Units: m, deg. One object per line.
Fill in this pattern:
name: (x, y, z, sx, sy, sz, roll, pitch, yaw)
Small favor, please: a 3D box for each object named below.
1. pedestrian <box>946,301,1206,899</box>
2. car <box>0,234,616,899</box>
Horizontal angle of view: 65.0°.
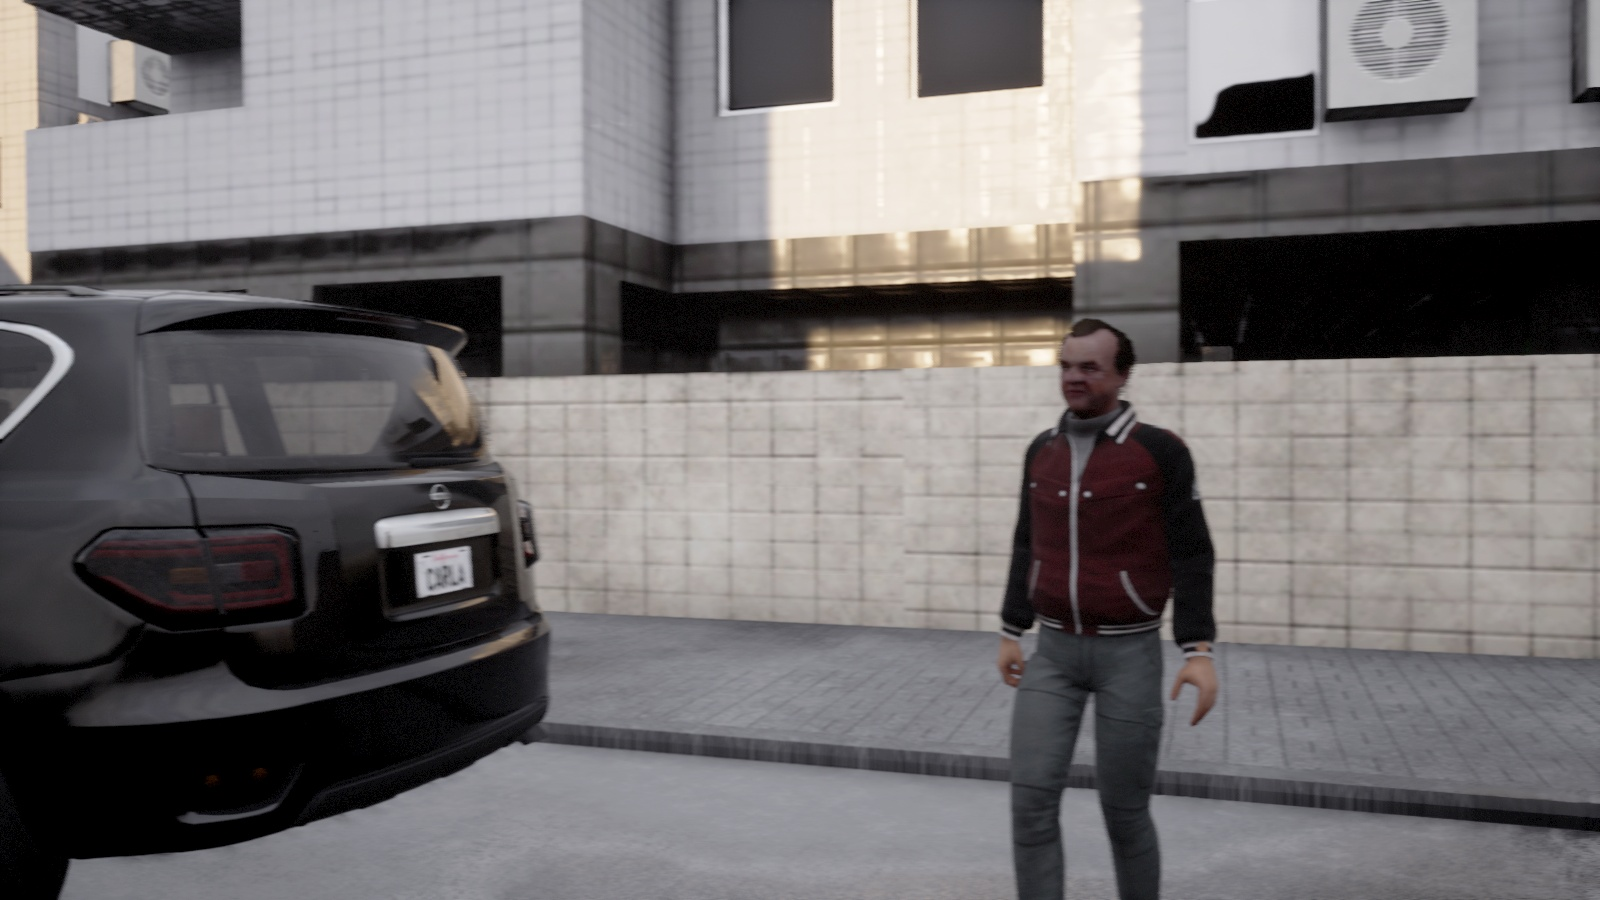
pedestrian: (0.761, 0.566, 3.400, 0.376, 1.854, 0.720, 1, 1, 42)
car: (-3.728, 0.462, 4.973, 5.566, 2.045, 2.150, 0, 1, 18)
